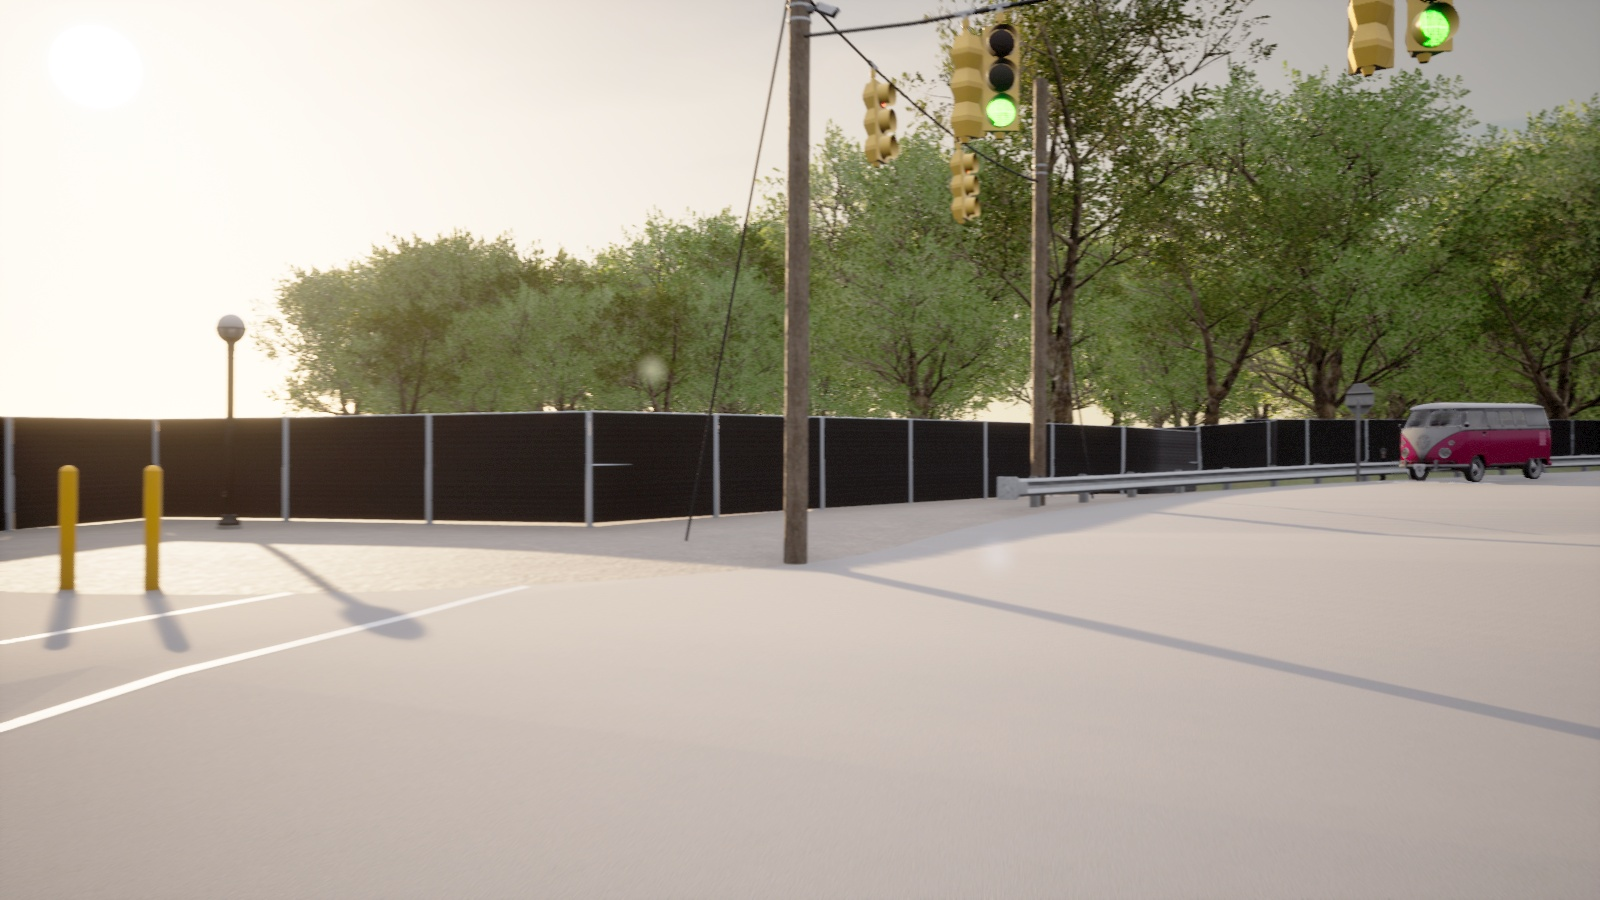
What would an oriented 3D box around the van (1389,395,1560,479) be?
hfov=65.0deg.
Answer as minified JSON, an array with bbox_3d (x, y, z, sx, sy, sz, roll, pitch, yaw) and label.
[{"bbox_3d":[17.242,-0.353,32.037,4.442,1.987,1.775,-2,0,-31],"label":"van"}]
